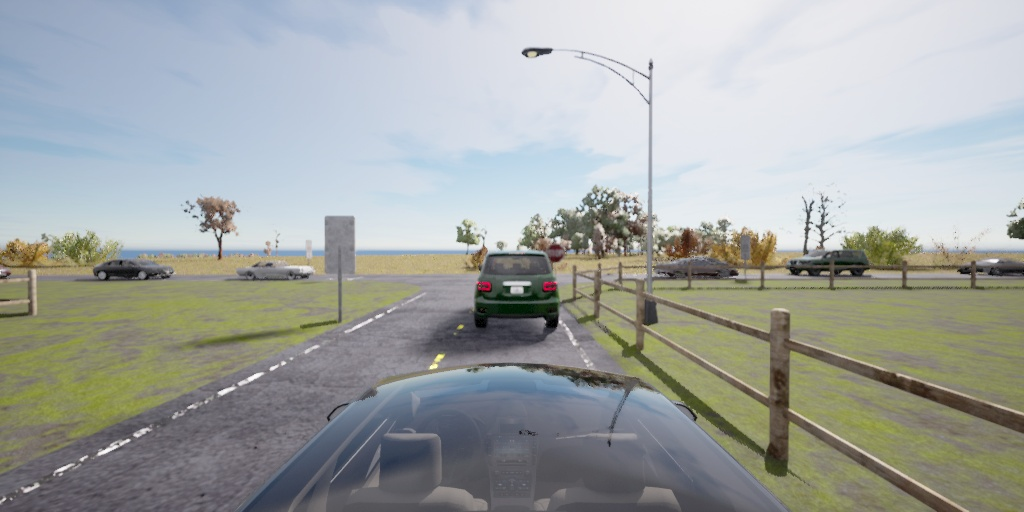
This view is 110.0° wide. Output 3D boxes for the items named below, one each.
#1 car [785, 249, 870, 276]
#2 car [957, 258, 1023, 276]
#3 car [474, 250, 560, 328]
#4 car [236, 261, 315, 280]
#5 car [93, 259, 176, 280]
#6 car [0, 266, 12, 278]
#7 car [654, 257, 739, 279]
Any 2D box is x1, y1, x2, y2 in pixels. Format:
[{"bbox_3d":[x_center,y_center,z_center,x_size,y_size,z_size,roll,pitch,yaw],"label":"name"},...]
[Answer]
[{"bbox_3d":[25.080,0.502,28.567,5.566,2.045,2.150,0,1,0],"label":"car"},{"bbox_3d":[38.271,0.831,28.417,4.181,1.385,1.994,0,1,1],"label":"car"},{"bbox_3d":[0.123,0.832,10.931,2.150,2.045,5.566,0,1,0],"label":"car"},{"bbox_3d":[-17.040,1.025,26.057,4.718,1.301,1.895,0,1,1],"label":"car"},{"bbox_3d":[-27.502,0.957,26.167,4.892,1.490,1.837,0,1,1],"label":"car"},{"bbox_3d":[-39.950,1.013,26.313,4.674,1.442,1.812,0,1,0],"label":"car"},{"bbox_3d":[13.303,0.892,26.097,5.357,1.411,2.033,0,1,5],"label":"car"}]
